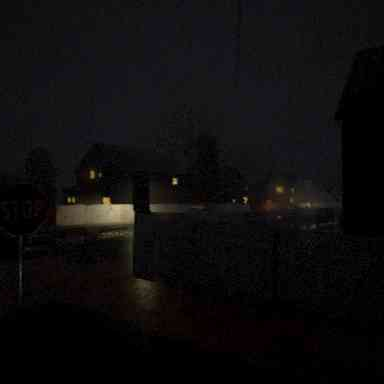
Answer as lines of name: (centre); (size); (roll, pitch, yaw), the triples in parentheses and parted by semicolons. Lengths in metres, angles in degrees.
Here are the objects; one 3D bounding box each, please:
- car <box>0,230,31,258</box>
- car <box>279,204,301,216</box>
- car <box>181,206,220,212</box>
car: (-7.185, 1.533, 9.995); (2.033, 1.411, 5.357); (0, -1, 7)
car: (12.912, 2.399, 43.711); (1.837, 1.490, 4.892); (0, -2, 36)
car: (0.371, 1.880, 26.213); (1.882, 1.535, 5.008); (0, -1, 35)
